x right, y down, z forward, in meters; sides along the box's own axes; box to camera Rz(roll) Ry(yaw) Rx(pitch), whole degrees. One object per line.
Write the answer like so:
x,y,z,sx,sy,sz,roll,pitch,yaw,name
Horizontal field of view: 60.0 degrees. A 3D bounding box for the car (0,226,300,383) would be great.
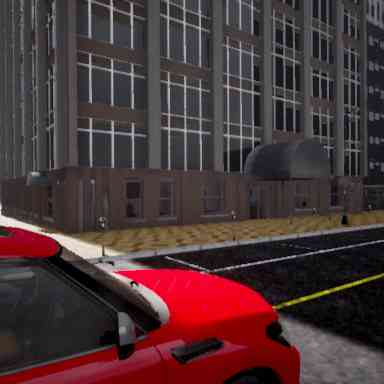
-1.681,1.230,2.235,5.566,2.045,2.150,0,0,-35,car
